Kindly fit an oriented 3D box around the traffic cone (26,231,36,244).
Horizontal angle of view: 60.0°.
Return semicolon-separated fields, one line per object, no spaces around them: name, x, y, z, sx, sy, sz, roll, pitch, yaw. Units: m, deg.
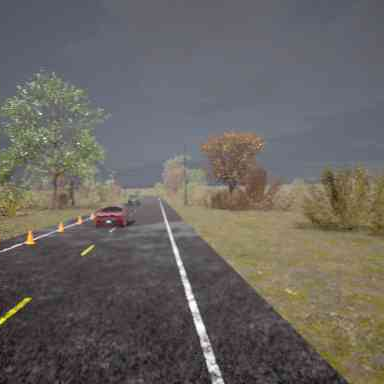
traffic cone;-7.606;2.128;15.682;0.340;0.580;0.340;-1;0;-6

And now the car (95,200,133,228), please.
car;-5.575;1.622;23.627;1.882;1.535;5.008;-1;0;-6

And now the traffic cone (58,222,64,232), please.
traffic cone;-8.122;2.146;20.656;0.340;0.580;0.340;-1;0;-6

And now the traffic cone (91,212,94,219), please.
traffic cone;-9.155;2.181;30.603;0.340;0.580;0.340;-1;0;-6

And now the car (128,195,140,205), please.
car;-11.392;1.522;65.531;2.150;2.045;5.566;-1;0;-6

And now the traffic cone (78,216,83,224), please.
traffic cone;-8.639;2.163;25.630;0.340;0.580;0.340;-1;0;-6
